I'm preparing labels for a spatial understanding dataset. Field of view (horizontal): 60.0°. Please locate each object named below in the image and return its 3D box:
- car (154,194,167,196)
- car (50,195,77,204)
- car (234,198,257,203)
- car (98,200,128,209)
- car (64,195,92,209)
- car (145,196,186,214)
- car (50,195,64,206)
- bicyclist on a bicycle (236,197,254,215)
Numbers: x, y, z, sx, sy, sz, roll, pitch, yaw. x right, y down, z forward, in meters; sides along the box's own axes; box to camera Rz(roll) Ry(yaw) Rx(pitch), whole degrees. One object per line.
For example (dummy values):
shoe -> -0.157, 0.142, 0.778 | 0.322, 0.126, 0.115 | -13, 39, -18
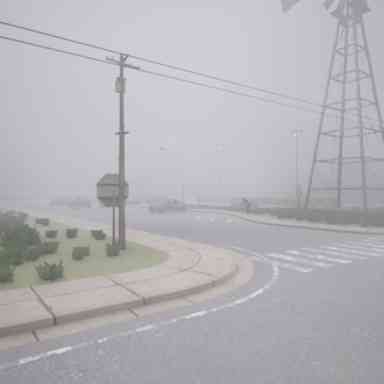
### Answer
car -> -6.428, 1.286, 62.338 | 4.605, 1.855, 1.932 | 0, 0, -36
car -> -25.407, 1.466, 65.789 | 4.611, 1.667, 2.242 | 0, 0, -36
car -> 7.023, 1.496, 44.326 | 3.905, 1.438, 1.784 | 0, 0, -36
car -> -11.079, 1.299, 46.279 | 3.866, 1.878, 1.905 | 0, 0, -36
car -> -15.367, 1.341, 45.297 | 2.097, 1.767, 4.553 | 0, 0, -36
car -> -2.640, 1.491, 35.749 | 4.193, 1.474, 1.816 | 0, 0, -36
car -> -21.379, 1.481, 53.302 | 2.128, 1.511, 4.902 | 0, 0, -37
bicyclist on a bicycle -> 4.809, 1.284, 30.156 | 1.656, 1.620, 0.582 | 0, 0, -2
